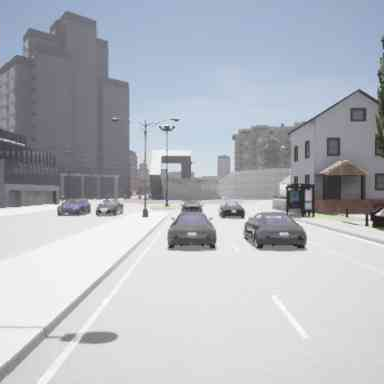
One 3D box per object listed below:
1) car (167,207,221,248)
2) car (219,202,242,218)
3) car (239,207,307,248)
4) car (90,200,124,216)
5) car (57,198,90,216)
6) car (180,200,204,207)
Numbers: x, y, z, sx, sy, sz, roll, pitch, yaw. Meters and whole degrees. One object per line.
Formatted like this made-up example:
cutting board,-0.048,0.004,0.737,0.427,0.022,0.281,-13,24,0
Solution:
car,0.000,1.569,14.650,1.994,1.385,4.181,0,0,0
car,3.500,1.570,29.650,1.994,1.385,4.181,0,0,0
car,3.500,1.570,14.650,1.994,1.385,4.181,0,0,0
car,-8.000,1.518,32.650,2.128,1.511,4.902,0,0,0
car,-11.500,1.401,32.680,2.097,1.767,4.553,0,0,0
car,0.000,1.514,29.650,1.837,1.490,4.892,0,0,0
